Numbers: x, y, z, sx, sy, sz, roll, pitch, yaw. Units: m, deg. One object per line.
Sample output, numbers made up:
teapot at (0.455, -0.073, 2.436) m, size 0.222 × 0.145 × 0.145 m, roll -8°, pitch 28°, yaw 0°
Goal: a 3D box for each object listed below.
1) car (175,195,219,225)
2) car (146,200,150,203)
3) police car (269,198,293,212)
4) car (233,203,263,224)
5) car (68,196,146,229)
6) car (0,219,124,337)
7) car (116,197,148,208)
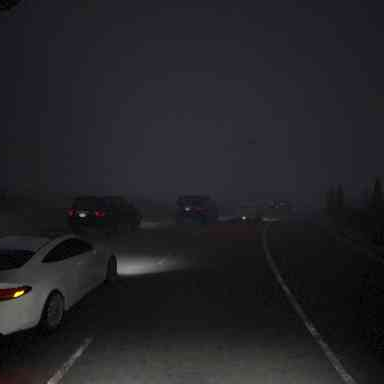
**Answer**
car at (0.459, 1.232, 24.747) m, size 2.150 × 2.045 × 5.566 m, roll 0°, pitch 0°, yaw 16°
car at (-6.248, 1.469, 37.668) m, size 1.882 × 1.535 × 5.008 m, roll 0°, pitch 0°, yaw 23°
police car at (11.004, 1.555, 40.743) m, size 2.038 × 1.542 × 4.974 m, roll 0°, pitch 0°, yaw 28°
car at (4.231, 1.549, 24.962) m, size 1.812 × 1.442 × 4.674 m, roll 0°, pitch 0°, yaw 17°
car at (-4.718, 1.212, 18.618) m, size 2.150 × 2.045 × 5.566 m, roll 0°, pitch 0°, yaw 12°
car at (-2.957, 1.518, 6.611) m, size 1.812 × 1.442 × 4.674 m, roll 0°, pitch 0°, yaw 4°
car at (-8.733, 1.493, 48.905) m, size 1.882 × 1.535 × 5.008 m, roll 0°, pitch 0°, yaw 28°
